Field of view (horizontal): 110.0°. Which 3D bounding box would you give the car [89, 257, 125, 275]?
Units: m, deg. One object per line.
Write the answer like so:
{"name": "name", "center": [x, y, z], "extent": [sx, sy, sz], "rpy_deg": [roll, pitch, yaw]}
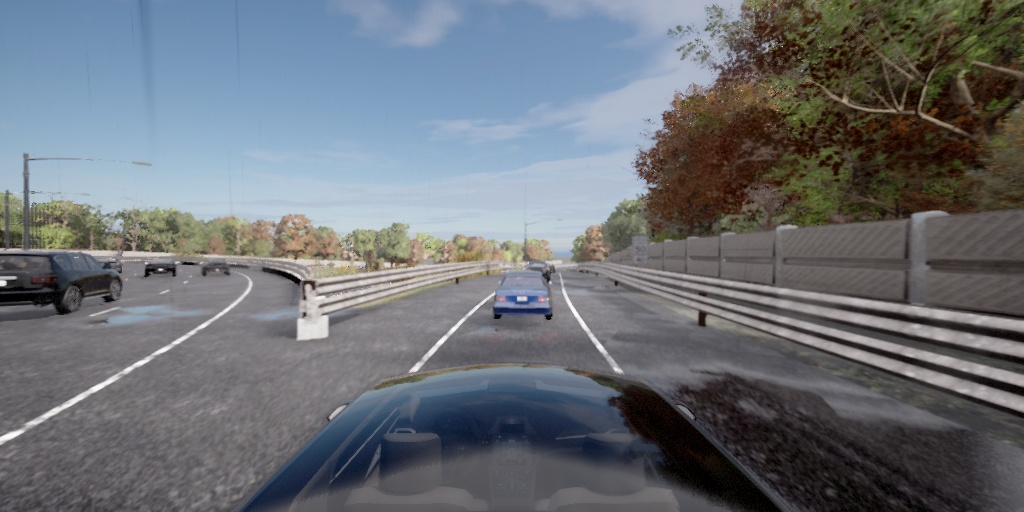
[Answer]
{"name": "car", "center": [-37.959, 0.903, 33.700], "extent": [4.902, 1.511, 2.128], "rpy_deg": [1, 1, 43]}

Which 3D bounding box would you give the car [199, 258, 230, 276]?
{"name": "car", "center": [-26.897, 0.948, 32.533], "extent": [1.837, 1.490, 4.892], "rpy_deg": [0, 1, -42]}

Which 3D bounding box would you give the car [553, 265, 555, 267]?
{"name": "car", "center": [3.569, 1.334, 40.182], "extent": [1.895, 1.301, 4.718], "rpy_deg": [0, -1, 7]}

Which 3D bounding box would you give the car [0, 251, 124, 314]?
{"name": "car", "center": [-16.041, 0.851, 12.500], "extent": [2.150, 2.045, 5.566], "rpy_deg": [0, 0, -31]}

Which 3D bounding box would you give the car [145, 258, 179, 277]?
{"name": "car", "center": [-29.841, 0.931, 30.583], "extent": [1.882, 1.535, 5.008], "rpy_deg": [0, 1, -42]}

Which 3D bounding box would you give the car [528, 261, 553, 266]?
{"name": "car", "center": [1.874, 1.094, 26.275], "extent": [1.812, 1.442, 4.674], "rpy_deg": [0, 0, 7]}

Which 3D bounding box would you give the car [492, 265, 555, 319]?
{"name": "car", "center": [0.426, 1.210, 12.393], "extent": [2.033, 1.411, 5.357], "rpy_deg": [0, 0, 4]}
